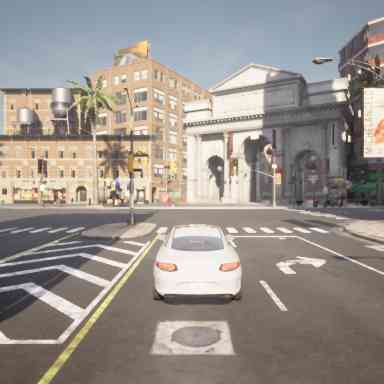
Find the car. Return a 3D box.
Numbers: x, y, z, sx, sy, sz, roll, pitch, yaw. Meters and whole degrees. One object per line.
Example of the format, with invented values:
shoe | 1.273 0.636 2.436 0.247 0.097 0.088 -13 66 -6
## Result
car | 0.111 1.526 8.256 1.812 1.442 4.674 0 0 0
